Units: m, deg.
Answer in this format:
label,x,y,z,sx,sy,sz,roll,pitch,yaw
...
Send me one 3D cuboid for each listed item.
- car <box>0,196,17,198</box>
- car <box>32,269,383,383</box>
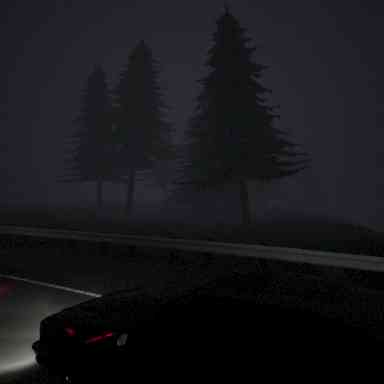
label,x,y,z,sx,sy,sz,roll,pitch,yaw
car,-39.250,1.540,72.309,2.033,1.411,5.357,0,0,5
car,0.724,1.547,3.214,5.357,1.411,2.033,0,0,34
